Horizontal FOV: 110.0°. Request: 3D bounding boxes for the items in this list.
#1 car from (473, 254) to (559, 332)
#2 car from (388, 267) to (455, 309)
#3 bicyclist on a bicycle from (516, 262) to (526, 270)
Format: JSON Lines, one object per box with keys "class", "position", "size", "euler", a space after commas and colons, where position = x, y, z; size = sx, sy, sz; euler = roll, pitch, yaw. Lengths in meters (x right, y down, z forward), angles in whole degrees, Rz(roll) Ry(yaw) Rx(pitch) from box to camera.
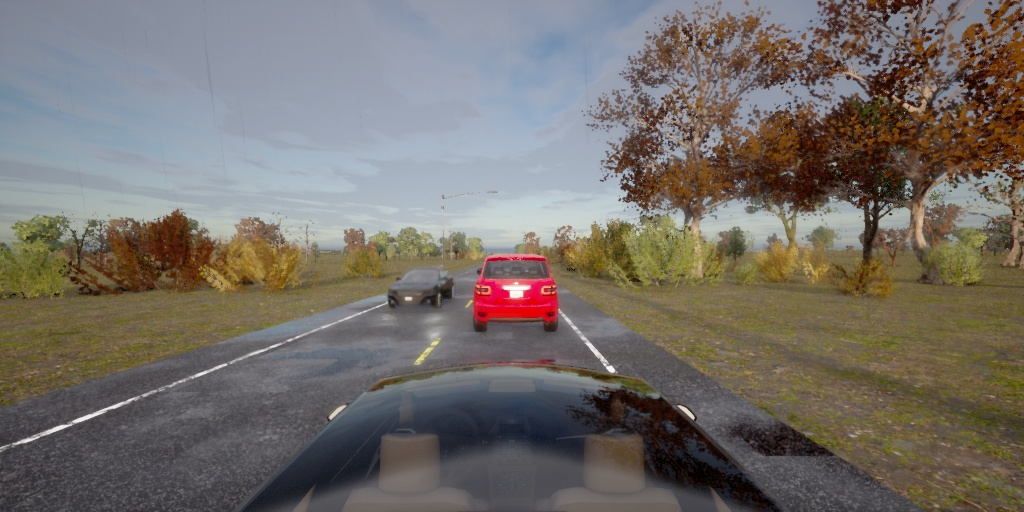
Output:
{"class": "car", "position": [0.078, 0.968, 10.969], "size": [2.150, 2.045, 5.566], "euler": [0, 0, -1]}
{"class": "car", "position": [-3.633, 1.223, 15.073], "size": [1.882, 1.535, 5.008], "euler": [0, 0, 0]}
{"class": "bicyclist on a bicycle", "position": [0.859, 1.110, 30.148], "size": [0.659, 1.776, 1.843], "euler": [0, 0, 0]}
